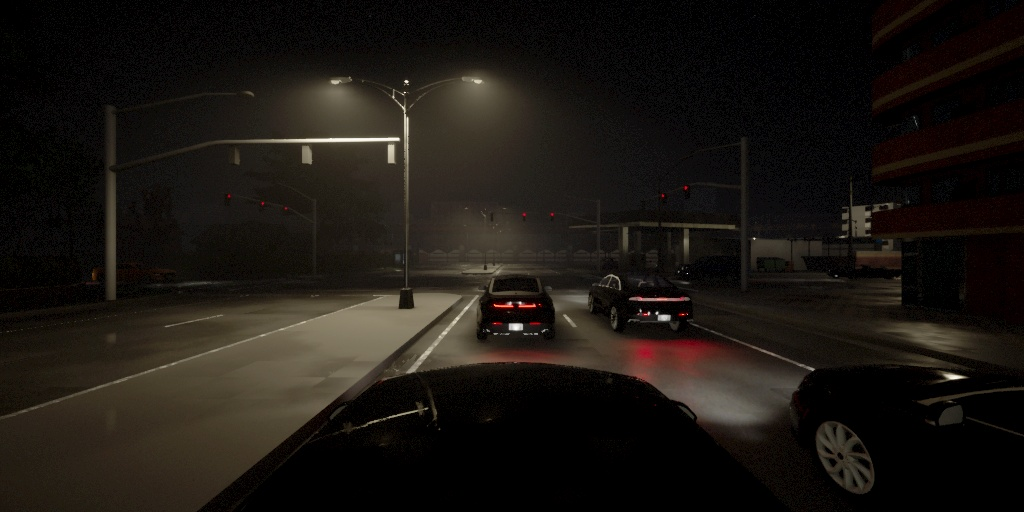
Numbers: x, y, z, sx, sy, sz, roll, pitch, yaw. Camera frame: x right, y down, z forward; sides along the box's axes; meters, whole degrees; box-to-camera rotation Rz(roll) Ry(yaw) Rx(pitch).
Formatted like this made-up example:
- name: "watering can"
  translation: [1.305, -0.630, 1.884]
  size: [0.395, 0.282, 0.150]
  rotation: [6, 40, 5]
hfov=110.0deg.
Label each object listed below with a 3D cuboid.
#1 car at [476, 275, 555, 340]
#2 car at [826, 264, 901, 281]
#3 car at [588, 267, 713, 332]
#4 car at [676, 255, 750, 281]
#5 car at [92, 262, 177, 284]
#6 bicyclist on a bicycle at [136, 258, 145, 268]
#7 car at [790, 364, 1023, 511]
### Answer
- name: "car"
  translation: [0.097, 1.255, 10.016]
  size: [1.837, 1.490, 4.892]
  rotation: [0, 0, 0]
- name: "car"
  translation: [29.350, 1.351, 30.045]
  size: [4.718, 1.301, 1.895]
  rotation: [0, 0, -1]
- name: "car"
  translation: [3.604, 1.242, 10.871]
  size: [2.128, 1.511, 4.902]
  rotation: [0, 0, 0]
- name: "car"
  translation: [16.637, 0.972, 29.864]
  size: [5.566, 2.045, 2.150]
  rotation: [0, 0, -1]
- name: "car"
  translation: [-27.587, 1.228, 26.331]
  size: [5.008, 1.535, 1.882]
  rotation: [0, 0, 0]
- name: "bicyclist on a bicycle"
  translation: [-38.222, 1.053, 36.751]
  size: [0.582, 1.620, 1.656]
  rotation: [0, 0, 0]
- name: "car"
  translation: [3.600, 1.255, 1.463]
  size: [1.837, 1.490, 4.892]
  rotation: [0, 0, 0]
